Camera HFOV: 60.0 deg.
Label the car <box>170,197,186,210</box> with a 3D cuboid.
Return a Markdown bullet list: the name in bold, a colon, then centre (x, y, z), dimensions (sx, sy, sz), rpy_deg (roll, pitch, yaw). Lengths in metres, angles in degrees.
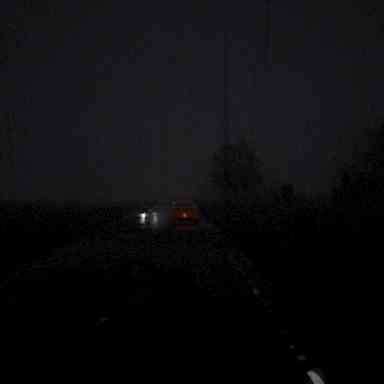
- **car**: centre (-1.786, 1.348, 41.500), dimensions (1.812, 1.442, 4.674), rpy_deg (0, 0, -5)

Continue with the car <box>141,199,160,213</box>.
- **car**: centre (-4.401, 1.424, 35.844), dimensions (2.033, 1.411, 5.357), rpy_deg (0, 0, -4)

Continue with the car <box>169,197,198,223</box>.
- **car**: centre (-0.606, 1.371, 24.482), dimensions (1.882, 1.535, 5.008), rpy_deg (0, 1, -3)
